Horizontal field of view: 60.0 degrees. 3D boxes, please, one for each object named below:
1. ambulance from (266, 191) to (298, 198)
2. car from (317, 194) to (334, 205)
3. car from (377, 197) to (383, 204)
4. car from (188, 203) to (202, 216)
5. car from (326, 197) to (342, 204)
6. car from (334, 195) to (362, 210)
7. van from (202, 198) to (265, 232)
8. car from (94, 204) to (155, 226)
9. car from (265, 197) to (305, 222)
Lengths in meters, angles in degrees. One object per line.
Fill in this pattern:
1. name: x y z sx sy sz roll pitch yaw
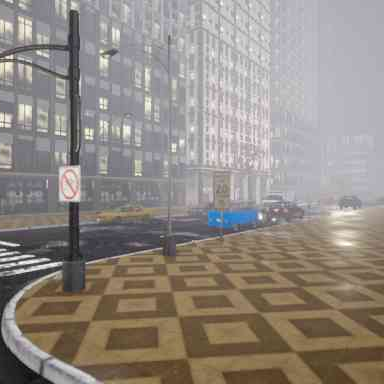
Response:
1. ambulance: 10.242 1.063 38.996 2.351 2.431 6.366 0 0 38
2. car: 25.175 1.381 62.530 2.192 1.841 5.009 0 0 38
3. car: 38.212 1.658 66.518 1.947 1.339 4.313 0 0 38
4. car: 1.368 1.604 31.706 1.802 1.307 4.206 0 0 38
5. car: 28.576 1.624 66.932 2.008 1.369 4.403 0 0 38
6. car: 21.208 1.368 44.502 2.192 1.841 5.009 0 0 38
7. van: 2.631 1.368 20.268 1.690 1.788 3.998 0 0 38
8. car: -4.752 1.540 23.993 1.752 1.417 4.829 0 0 38
9. car: 7.605 1.472 26.889 1.967 1.590 4.097 0 0 38
